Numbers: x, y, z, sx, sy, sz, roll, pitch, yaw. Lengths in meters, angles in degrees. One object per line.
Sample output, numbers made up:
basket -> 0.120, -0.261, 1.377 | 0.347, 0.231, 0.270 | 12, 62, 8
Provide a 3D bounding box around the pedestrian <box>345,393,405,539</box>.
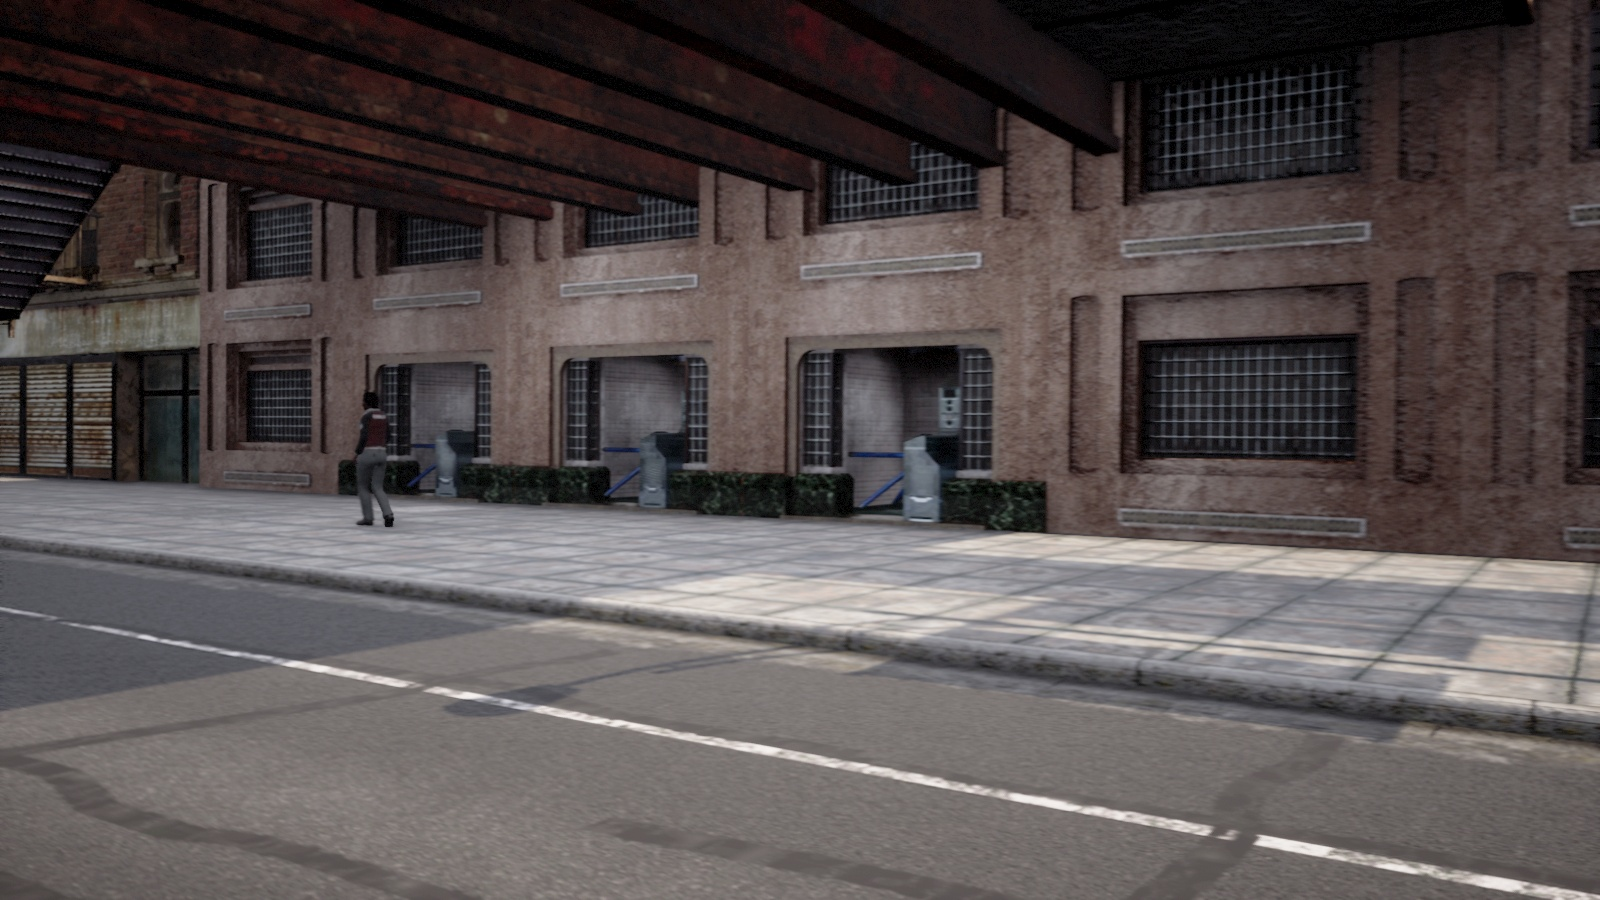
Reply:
pedestrian -> -5.721, 0.209, 16.910 | 0.666, 1.930, 0.402 | 0, 1, 32
